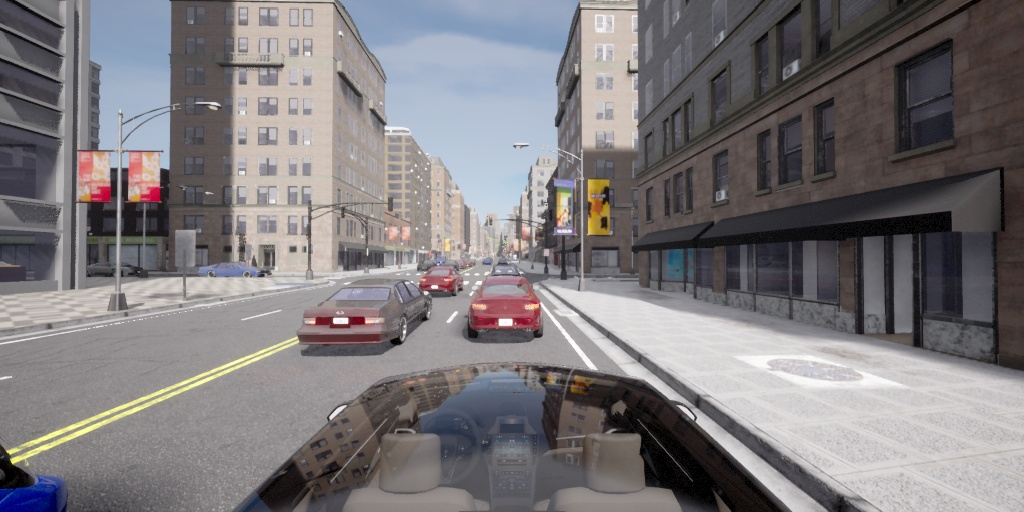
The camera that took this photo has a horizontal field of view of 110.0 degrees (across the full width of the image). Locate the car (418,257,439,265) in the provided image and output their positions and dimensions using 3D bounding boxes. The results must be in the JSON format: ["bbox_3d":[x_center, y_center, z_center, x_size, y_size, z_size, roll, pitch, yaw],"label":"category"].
[{"bbox_3d":[-11.105,1.206,47.201,1.882,1.535,5.008,0,0,-1],"label":"car"}]

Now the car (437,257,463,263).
[{"bbox_3d":[-7.807,1.207,45.500,1.882,1.535,5.008,0,0,-2],"label":"car"}]

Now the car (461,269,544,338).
[{"bbox_3d":[-0.183,1.276,10.116,1.812,1.442,4.674,0,0,-1],"label":"car"}]

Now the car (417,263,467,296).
[{"bbox_3d":[-3.669,1.274,19.021,1.812,1.442,4.674,0,0,-2],"label":"car"}]

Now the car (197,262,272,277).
[{"bbox_3d":[-23.681,1.194,30.689,5.357,1.411,2.033,0,-1,1],"label":"car"}]

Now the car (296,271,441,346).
[{"bbox_3d":[-3.413,1.298,9.434,2.033,1.411,5.357,0,0,-2],"label":"car"}]

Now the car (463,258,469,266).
[{"bbox_3d":[-8.051,1.247,54.704,1.812,1.442,4.674,0,0,-1],"label":"car"}]

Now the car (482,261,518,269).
[{"bbox_3d":[-0.413,1.240,19.200,2.128,1.511,4.902,0,0,-3],"label":"car"}]

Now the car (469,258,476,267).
[{"bbox_3d":[-8.278,1.063,64.579,2.097,1.767,4.553,0,0,-1],"label":"car"}]

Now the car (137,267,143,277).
[{"bbox_3d":[-33.647,1.169,30.365,4.181,1.385,1.994,0,-1,-2],"label":"car"}]
